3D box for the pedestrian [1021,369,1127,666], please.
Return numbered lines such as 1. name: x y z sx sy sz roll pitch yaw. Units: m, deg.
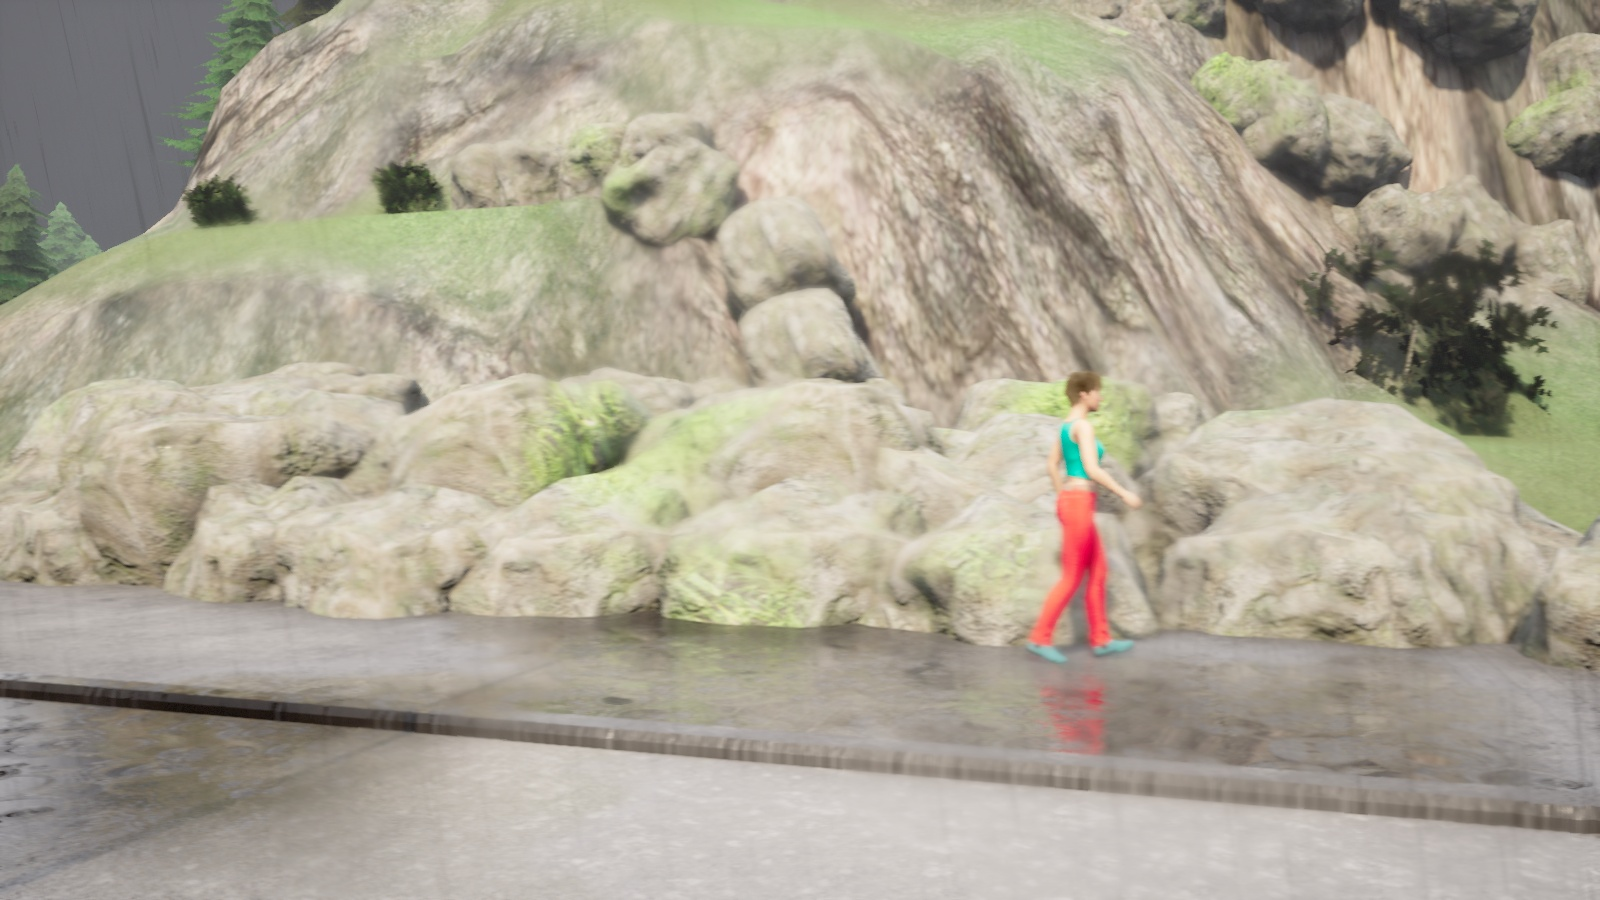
1. pedestrian: 1.728 0.416 7.956 0.594 1.836 0.345 0 1 4
